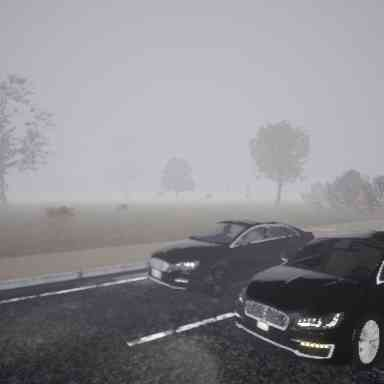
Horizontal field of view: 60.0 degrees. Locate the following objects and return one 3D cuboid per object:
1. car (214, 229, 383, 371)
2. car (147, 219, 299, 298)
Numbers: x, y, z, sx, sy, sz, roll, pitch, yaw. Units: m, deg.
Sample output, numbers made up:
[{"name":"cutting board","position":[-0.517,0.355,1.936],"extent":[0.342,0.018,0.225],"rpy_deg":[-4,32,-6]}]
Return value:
[{"name":"car","position":[2.900,1.494,5.760],"extent":[4.892,1.490,1.837],"rpy_deg":[0,0,-36]},{"name":"car","position":[1.228,1.480,8.560],"extent":[4.902,1.511,2.128],"rpy_deg":[0,0,-36]}]
